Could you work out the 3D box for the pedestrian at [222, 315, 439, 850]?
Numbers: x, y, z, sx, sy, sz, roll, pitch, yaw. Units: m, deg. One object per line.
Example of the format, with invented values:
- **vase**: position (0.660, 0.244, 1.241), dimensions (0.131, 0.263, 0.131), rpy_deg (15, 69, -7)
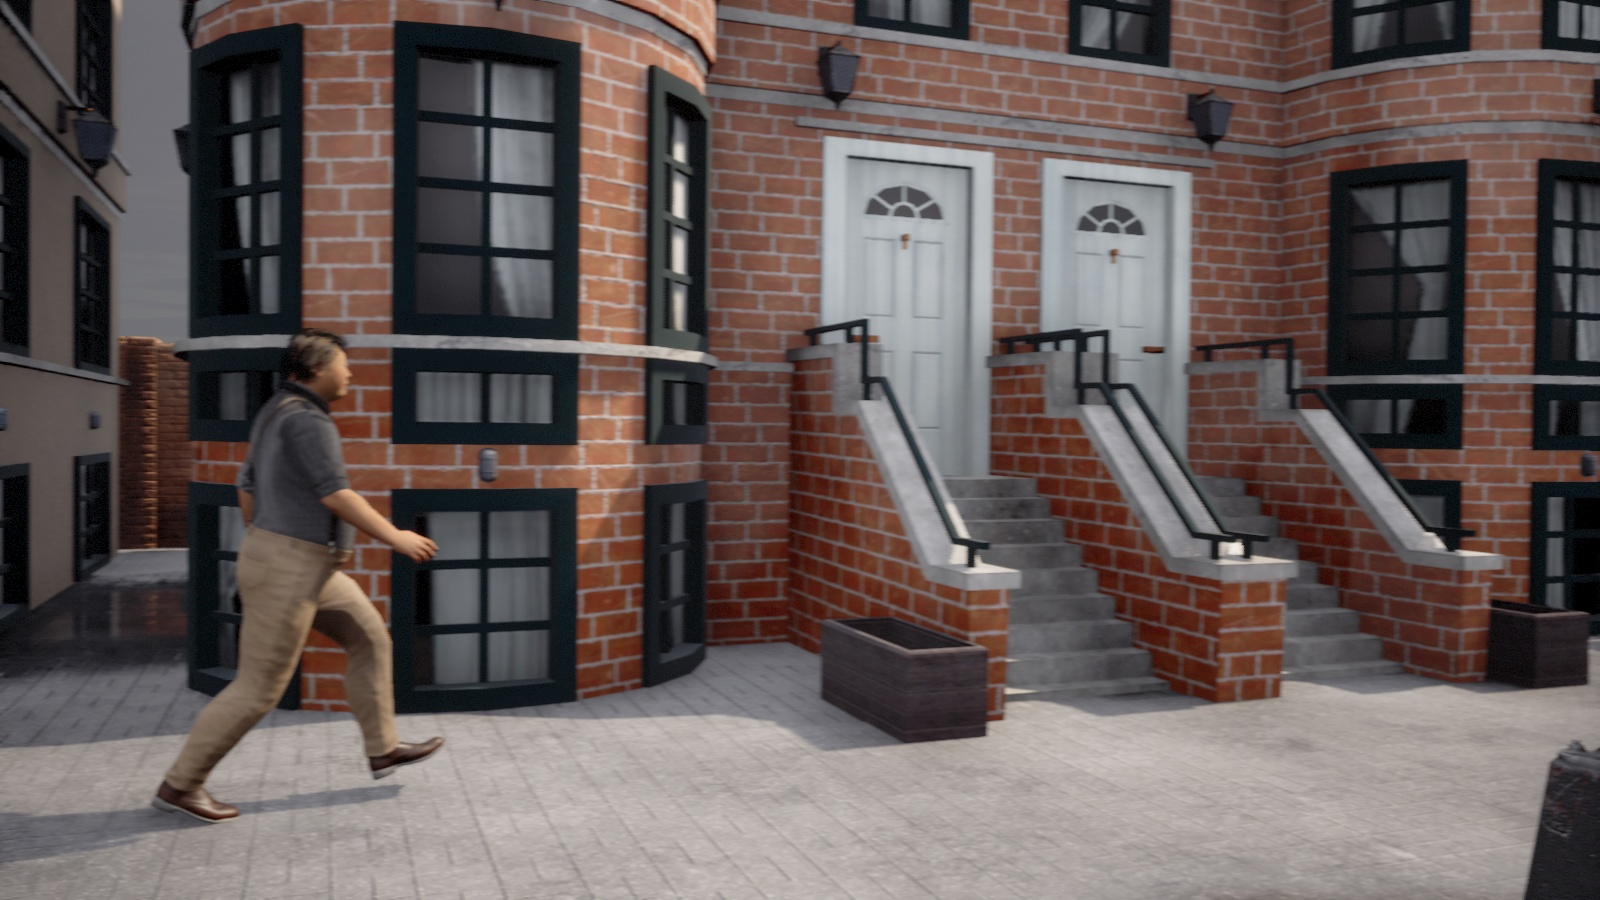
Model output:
- **pedestrian**: position (-1.766, 0.450, 4.717), dimensions (0.694, 1.848, 0.540), rpy_deg (-1, 1, -24)
